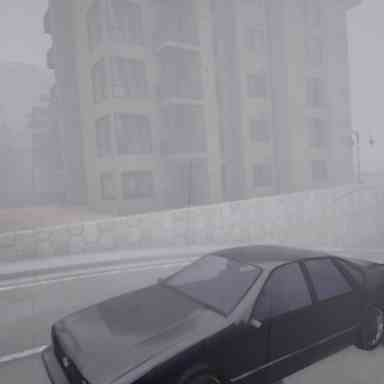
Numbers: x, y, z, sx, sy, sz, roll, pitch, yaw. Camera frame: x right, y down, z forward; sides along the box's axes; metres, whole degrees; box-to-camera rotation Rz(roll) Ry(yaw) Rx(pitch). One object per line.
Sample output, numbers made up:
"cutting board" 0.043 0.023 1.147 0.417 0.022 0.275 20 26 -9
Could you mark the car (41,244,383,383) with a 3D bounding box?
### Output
"car" 0.932 1.514 4.614 5.357 1.411 2.033 0 1 -34
